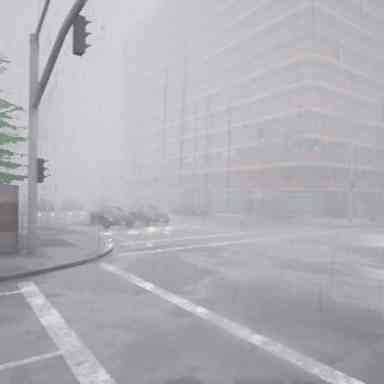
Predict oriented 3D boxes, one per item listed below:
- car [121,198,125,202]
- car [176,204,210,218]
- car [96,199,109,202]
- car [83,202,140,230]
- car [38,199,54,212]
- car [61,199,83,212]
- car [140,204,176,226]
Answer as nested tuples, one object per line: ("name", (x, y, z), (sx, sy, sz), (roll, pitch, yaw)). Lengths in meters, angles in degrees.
("car", (-16.244, 1.996, 85.998), (4.181, 1.385, 1.994), (1, 0, -35))
("car", (-0.294, 1.867, 33.524), (1.895, 1.301, 4.718), (1, 0, -35))
("car", (-14.614, 1.859, 53.905), (1.895, 1.301, 4.718), (1, 0, -35))
("car", (-5.620, 1.670, 22.702), (1.812, 1.442, 4.674), (1, 0, -35))
("car", (-18.181, 1.640, 40.568), (1.837, 1.490, 4.892), (1, 0, -35))
("car", (-15.317, 1.681, 42.580), (1.837, 1.490, 4.892), (1, 0, -35))
("car", (-3.491, 1.710, 25.759), (1.812, 1.442, 4.674), (1, 0, -36))
